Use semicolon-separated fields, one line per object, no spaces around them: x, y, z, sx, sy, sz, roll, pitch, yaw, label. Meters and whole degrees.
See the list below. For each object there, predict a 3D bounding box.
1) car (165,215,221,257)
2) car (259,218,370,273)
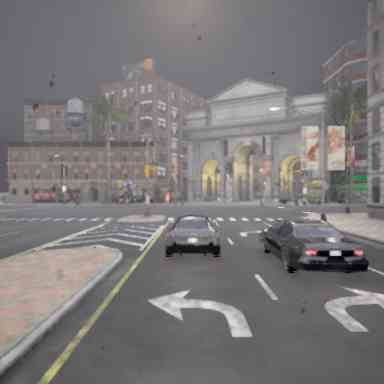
0.045;1.573;13.046;1.994;1.385;4.181;0;0;1;car
3.521;1.554;10.669;2.033;1.411;5.357;0;0;0;car
